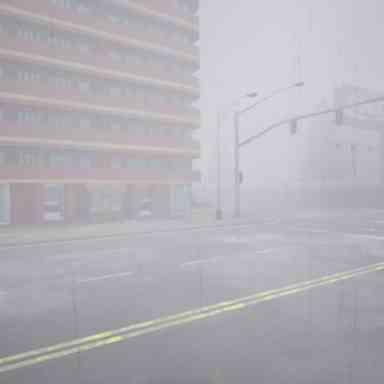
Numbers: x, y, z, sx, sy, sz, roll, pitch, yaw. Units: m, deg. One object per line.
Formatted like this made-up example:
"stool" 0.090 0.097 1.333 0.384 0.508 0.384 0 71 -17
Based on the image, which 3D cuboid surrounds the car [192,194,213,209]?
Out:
"car" 0.473 1.051 39.533 2.097 1.767 4.553 -1 0 -34
